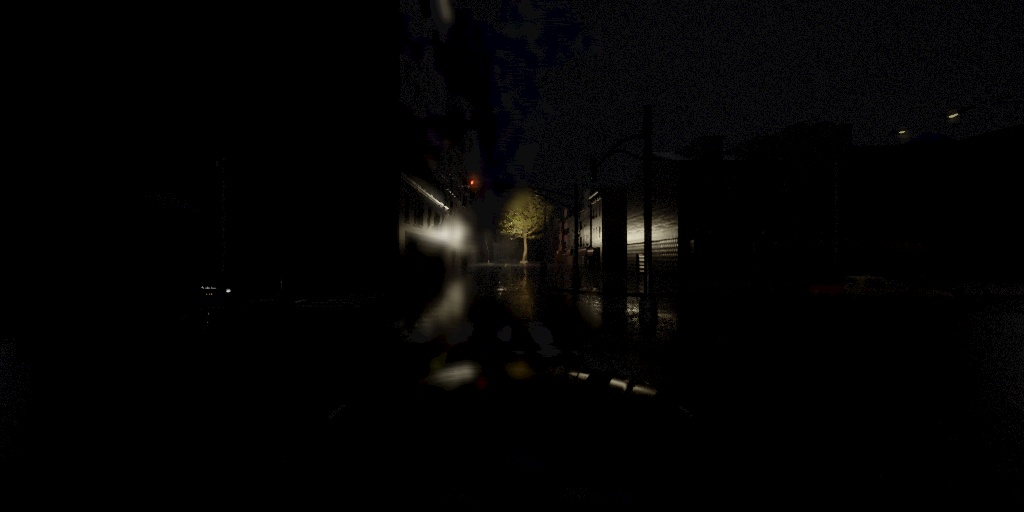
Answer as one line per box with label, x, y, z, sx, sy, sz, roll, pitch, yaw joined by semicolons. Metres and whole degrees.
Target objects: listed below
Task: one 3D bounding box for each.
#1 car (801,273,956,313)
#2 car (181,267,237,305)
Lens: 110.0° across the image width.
car;13.901;1.346;13.713;4.829;1.417;1.751;0;0;0
car;-13.975;1.178;14.591;4.892;1.490;1.837;0;0;0
